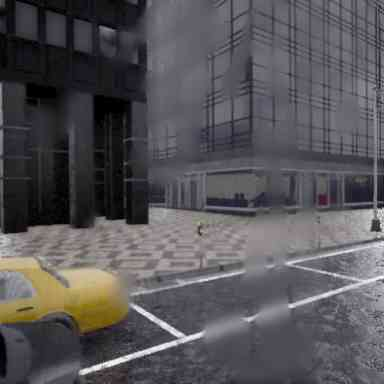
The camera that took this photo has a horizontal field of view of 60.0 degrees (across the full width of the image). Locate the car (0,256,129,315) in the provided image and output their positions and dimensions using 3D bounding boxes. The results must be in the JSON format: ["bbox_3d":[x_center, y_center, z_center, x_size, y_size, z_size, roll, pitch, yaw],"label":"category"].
[{"bbox_3d":[-3.266,1.527,4.322,4.829,1.417,1.752,0,0,-36],"label":"car"}]

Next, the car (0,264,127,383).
[{"bbox_3d":[-2.884,1.515,1.300,4.892,1.490,1.837,0,0,-35],"label":"car"}]
